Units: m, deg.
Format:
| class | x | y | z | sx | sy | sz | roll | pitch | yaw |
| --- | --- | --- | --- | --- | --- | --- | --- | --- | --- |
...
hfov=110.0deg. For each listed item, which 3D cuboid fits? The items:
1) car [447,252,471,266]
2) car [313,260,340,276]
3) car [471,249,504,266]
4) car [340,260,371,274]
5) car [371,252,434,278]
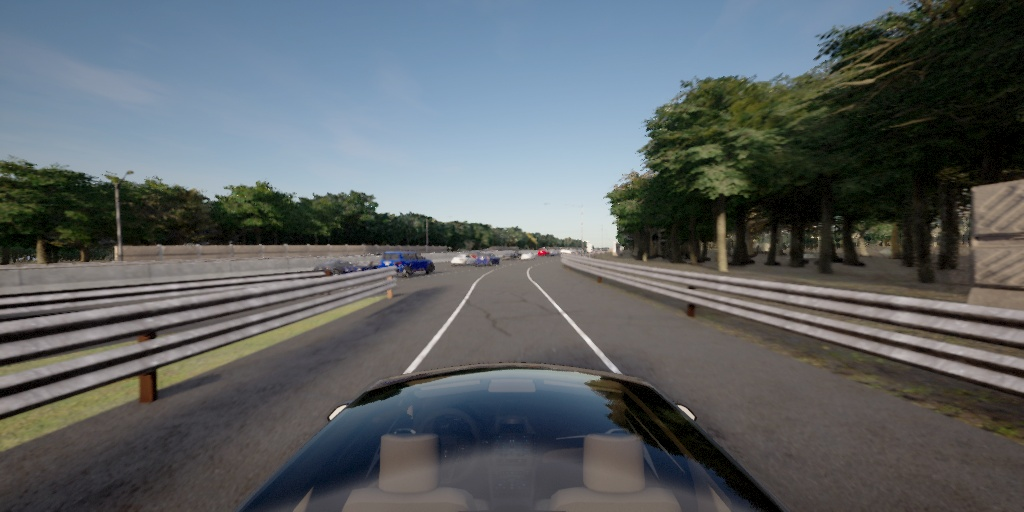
| class | x | y | z | sx | sy | sz | roll | pitch | yaw |
| --- | --- | --- | --- | --- | --- | --- | --- | --- | --- |
| car | -6.405 | 0.531 | 47.711 | 1.812 | 1.442 | 4.674 | 0 | 1 | 18 |
| car | -15.244 | 1.015 | 31.580 | 1.994 | 1.385 | 4.181 | 0 | 1 | 18 |
| car | -3.086 | 0.346 | 46.593 | 2.097 | 1.767 | 4.553 | 0 | 1 | 18 |
| car | -11.902 | 1.038 | 30.540 | 1.895 | 1.301 | 4.718 | 0 | 1 | 18 |
| car | -8.567 | 0.644 | 29.484 | 2.150 | 2.045 | 5.566 | 0 | 1 | 18 |
